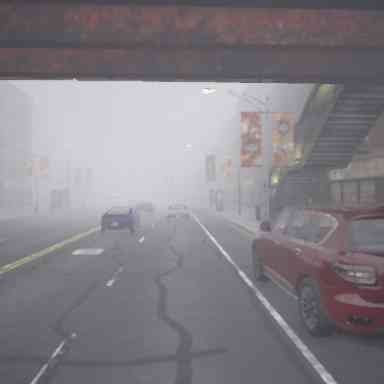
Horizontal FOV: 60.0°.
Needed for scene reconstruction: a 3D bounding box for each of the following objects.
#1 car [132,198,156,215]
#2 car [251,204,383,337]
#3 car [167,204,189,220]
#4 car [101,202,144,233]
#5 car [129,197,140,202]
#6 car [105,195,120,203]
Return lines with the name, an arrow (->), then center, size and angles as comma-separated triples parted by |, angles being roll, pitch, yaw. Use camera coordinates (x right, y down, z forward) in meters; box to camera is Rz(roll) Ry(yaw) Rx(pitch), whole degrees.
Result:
car -> -5.125, 1.735, 36.756 | 1.837, 1.490, 4.892 | 0, 0, -3
car -> 2.808, 1.249, 6.874 | 2.435, 2.045, 5.566 | 0, 0, -3
car -> -1.287, 1.770, 30.038 | 1.895, 1.301, 4.718 | 0, 0, -3
car -> -4.337, 1.616, 20.826 | 1.882, 1.535, 5.008 | 0, 0, -3
car -> -10.084, 1.915, 57.345 | 2.033, 1.411, 5.357 | 0, 0, -9
car -> -13.563, 1.613, 57.061 | 2.150, 2.045, 5.566 | 0, -1, -10
